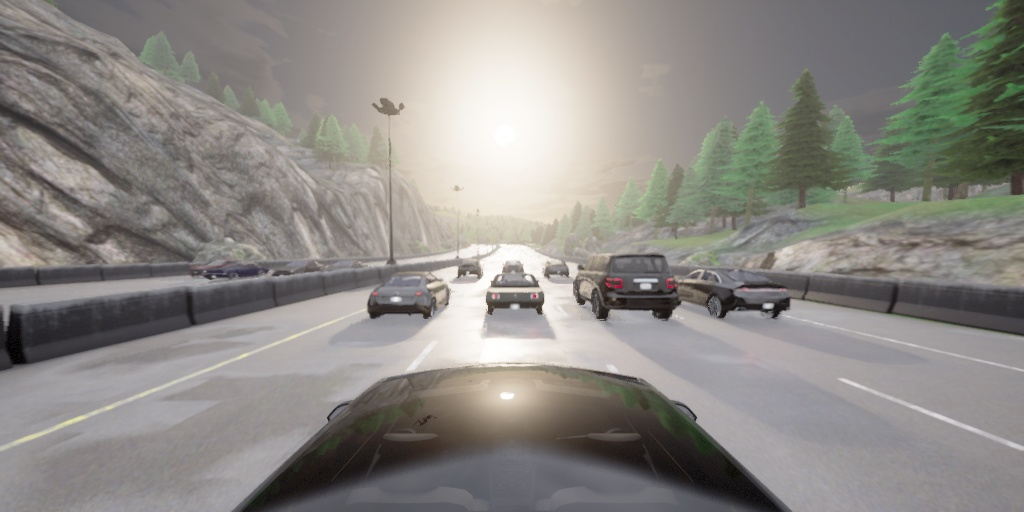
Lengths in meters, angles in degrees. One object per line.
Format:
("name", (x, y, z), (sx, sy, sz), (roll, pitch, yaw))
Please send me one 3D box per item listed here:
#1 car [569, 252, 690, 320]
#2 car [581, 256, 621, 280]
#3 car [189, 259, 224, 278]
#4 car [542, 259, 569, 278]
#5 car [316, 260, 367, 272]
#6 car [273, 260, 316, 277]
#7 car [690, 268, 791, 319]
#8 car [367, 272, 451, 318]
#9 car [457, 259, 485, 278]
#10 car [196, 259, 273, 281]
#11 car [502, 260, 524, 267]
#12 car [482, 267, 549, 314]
("car", (3.599, 0.886, 12.325), (2.150, 2.045, 5.566), (0, 0, 0))
("car", (7.096, 0.883, 29.092), (2.097, 1.767, 4.553), (0, 0, 0))
("car", (-24.598, 0.997, 30.385), (1.882, 1.535, 5.008), (0, 0, 0))
("car", (3.596, 1.015, 29.951), (2.128, 1.511, 4.902), (0, 0, 0))
("car", (-14.102, 1.065, 30.687), (2.033, 1.411, 5.357), (0, 0, 0))
("car", (-17.602, 1.069, 30.104), (2.033, 1.411, 5.357), (0, 0, 0))
("car", (7.098, 1.156, 12.351), (2.128, 1.511, 4.902), (0, 0, 0))
("car", (-3.402, 1.227, 12.527), (1.994, 1.385, 4.181), (0, 0, 0))
("car", (-3.404, 1.027, 30.047), (1.837, 1.490, 4.892), (0, 0, 0))
("car", (-21.101, 1.143, 27.603), (1.895, 1.301, 4.718), (0, 0, 0))
("car", (0.096, 1.041, 31.005), (1.812, 1.442, 4.674), (0, 0, 0))
("car", (0.099, 1.258, 13.299), (1.895, 1.301, 4.718), (0, 0, 0))
